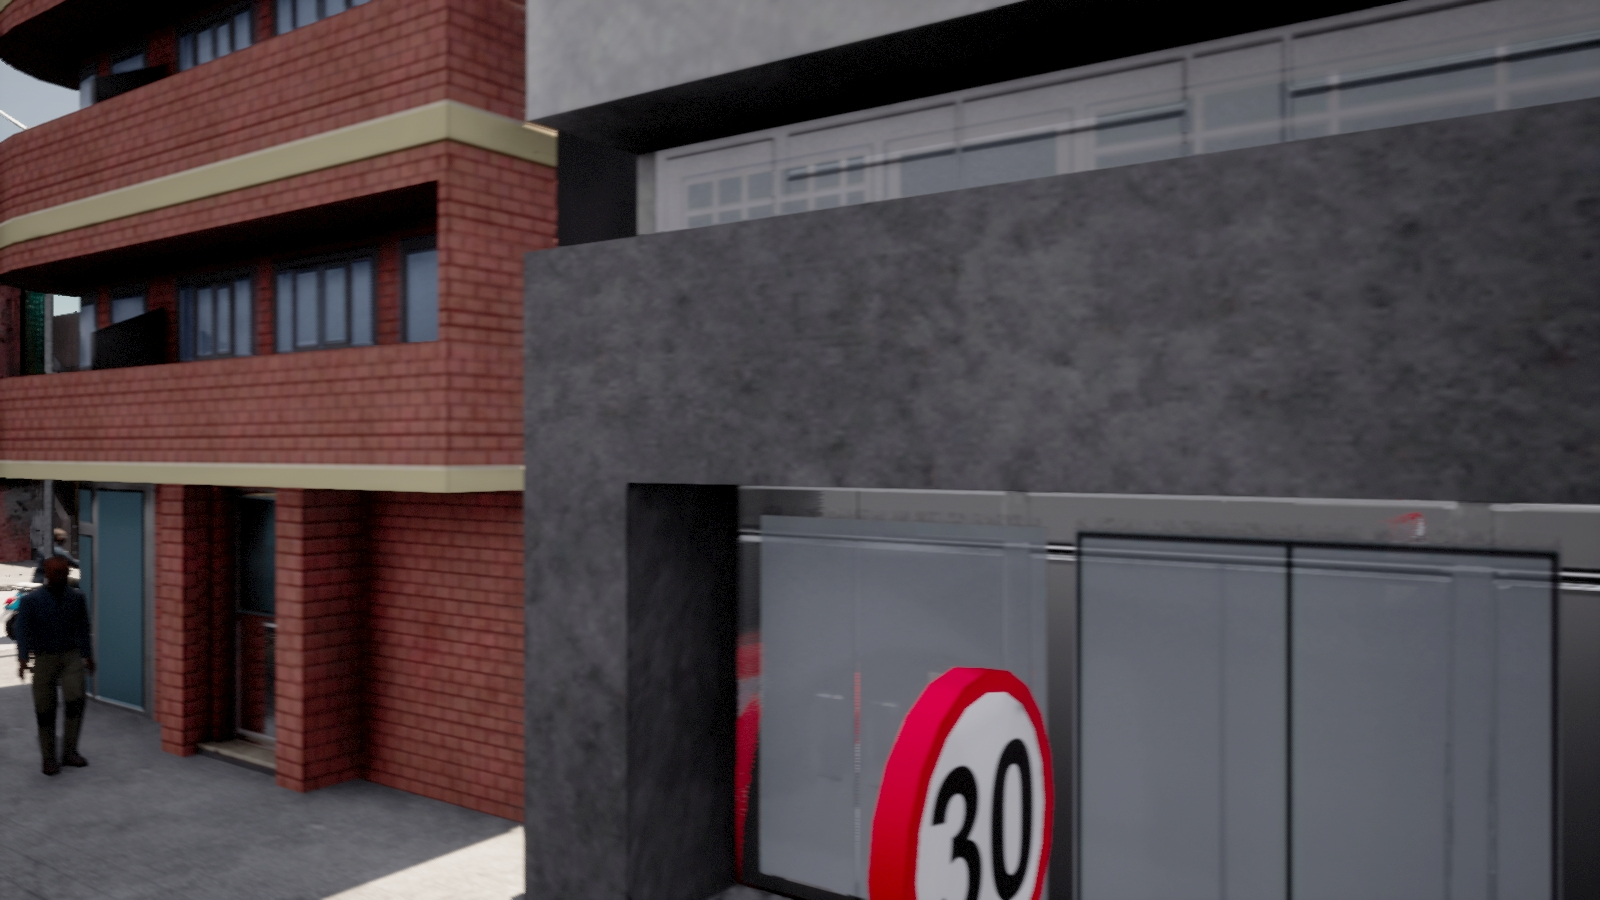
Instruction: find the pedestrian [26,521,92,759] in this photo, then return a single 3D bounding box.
[{"bbox_3d":[-6.063,1.524,9.353,0.375,1.860,0.375,0,0,44],"label":"pedestrian"}]
